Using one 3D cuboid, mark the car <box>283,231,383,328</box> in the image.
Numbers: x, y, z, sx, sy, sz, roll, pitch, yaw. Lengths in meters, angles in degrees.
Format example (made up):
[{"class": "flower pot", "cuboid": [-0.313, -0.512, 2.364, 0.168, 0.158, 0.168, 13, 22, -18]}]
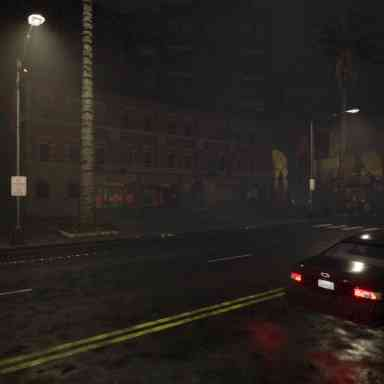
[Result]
[{"class": "car", "cuboid": [4.212, 1.547, 6.863, 5.357, 1.411, 2.033, 0, 0, -36]}]
